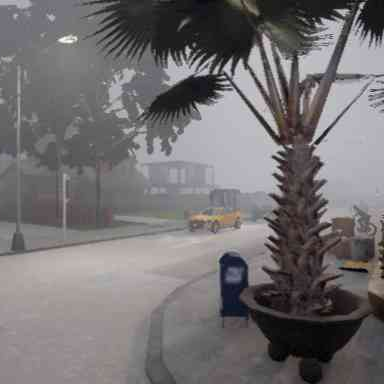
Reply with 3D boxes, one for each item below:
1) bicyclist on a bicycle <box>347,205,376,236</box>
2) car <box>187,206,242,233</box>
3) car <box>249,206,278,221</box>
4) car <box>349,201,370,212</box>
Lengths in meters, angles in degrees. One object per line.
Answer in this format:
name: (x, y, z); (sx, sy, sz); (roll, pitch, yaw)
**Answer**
bicyclist on a bicycle: (8.875, 1.525, 17.731); (1.656, 1.620, 0.582); (-1, -1, 34)
car: (1.585, 1.728, 21.944); (1.882, 1.535, 5.008); (-1, -1, 34)
car: (6.872, 1.923, 29.709); (1.895, 1.301, 4.718); (-1, -1, 34)
car: (23.274, 1.982, 46.307); (1.812, 1.442, 4.674); (-1, -1, 35)
